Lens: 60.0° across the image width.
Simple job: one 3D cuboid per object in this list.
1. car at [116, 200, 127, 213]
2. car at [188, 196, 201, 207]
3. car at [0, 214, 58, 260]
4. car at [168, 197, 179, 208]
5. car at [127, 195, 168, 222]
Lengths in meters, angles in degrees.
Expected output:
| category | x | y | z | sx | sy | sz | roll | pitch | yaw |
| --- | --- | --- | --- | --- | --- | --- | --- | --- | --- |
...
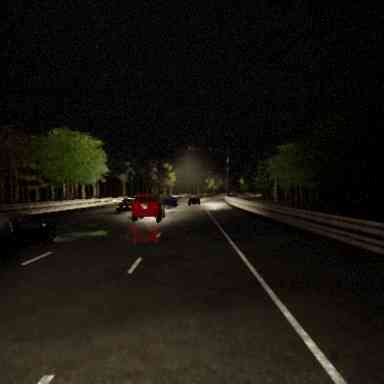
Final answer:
| category | x | y | z | sx | sy | sz | roll | pitch | yaw |
| --- | --- | --- | --- | --- | --- | --- | --- | --- | --- |
| car | -6.858 | 1.538 | 36.224 | 2.033 | 1.411 | 5.357 | 0 | 0 | 1 |
| car | 0.373 | 1.315 | 49.404 | 2.128 | 1.511 | 4.902 | 0 | 0 | 2 |
| car | -6.894 | 1.546 | 12.406 | 2.033 | 1.411 | 5.357 | 0 | 0 | 0 |
| car | -3.004 | 1.462 | 49.275 | 1.882 | 1.535 | 5.008 | 0 | 0 | 2 |
| car | -3.384 | 1.215 | 26.588 | 2.150 | 2.045 | 5.566 | 0 | 0 | 0 |
